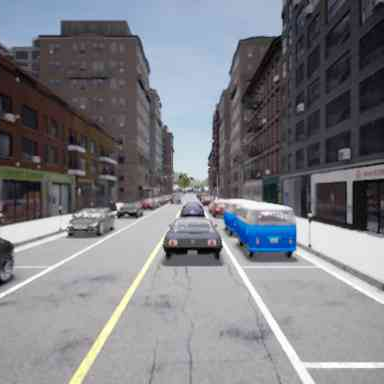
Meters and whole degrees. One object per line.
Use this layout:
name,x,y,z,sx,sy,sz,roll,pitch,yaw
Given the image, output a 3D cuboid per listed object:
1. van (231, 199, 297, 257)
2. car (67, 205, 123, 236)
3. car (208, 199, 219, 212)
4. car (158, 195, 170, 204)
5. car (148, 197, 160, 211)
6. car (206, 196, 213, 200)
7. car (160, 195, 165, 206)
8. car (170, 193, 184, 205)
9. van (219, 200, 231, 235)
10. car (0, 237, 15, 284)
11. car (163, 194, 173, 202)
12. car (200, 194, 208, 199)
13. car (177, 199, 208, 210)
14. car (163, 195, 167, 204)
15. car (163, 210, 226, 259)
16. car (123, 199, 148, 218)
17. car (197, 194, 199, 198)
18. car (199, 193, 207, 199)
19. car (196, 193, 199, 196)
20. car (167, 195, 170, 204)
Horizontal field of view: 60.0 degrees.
van,2.639,1.330,12.537,1.690,1.788,3.998,0,0,0
car,-5.385,1.535,18.221,2.008,1.369,4.403,0,0,0
car,2.642,1.554,29.584,1.802,1.307,4.206,0,0,0
car,-5.376,1.376,63.679,1.967,1.590,4.097,0,0,0
car,-5.381,1.506,40.950,1.887,1.381,4.507,0,0,0
car,2.643,1.492,35.436,1.752,1.417,4.829,0,0,0
car,-5.380,1.506,46.632,2.008,1.369,4.403,0,0,0
car,-2.795,1.447,58.276,1.837,1.490,4.892,0,0,1
van,2.640,1.325,18.219,1.690,1.788,3.998,0,0,0
car,-5.387,1.561,6.856,1.947,1.339,4.313,0,0,0
car,-5.374,1.363,75.043,1.967,1.590,4.097,0,0,0
car,2.647,1.493,52.313,1.887,1.381,4.507,0,0,0
car,0.054,1.538,28.388,1.994,1.385,4.181,0,0,0
car,-5.378,1.493,52.315,1.887,1.381,4.507,0,0,0
car,0.040,1.590,12.502,1.895,1.301,4.718,0,0,0
car,-5.383,1.538,29.585,1.947,1.339,4.313,0,0,0
car,2.650,1.480,69.360,2.008,1.369,4.403,0,0,0
car,2.648,1.382,57.996,1.967,1.590,4.097,0,0,0
car,2.651,1.237,75.042,2.192,1.841,5.009,0,0,0
car,-5.377,1.508,57.997,1.947,1.339,4.313,0,0,0
